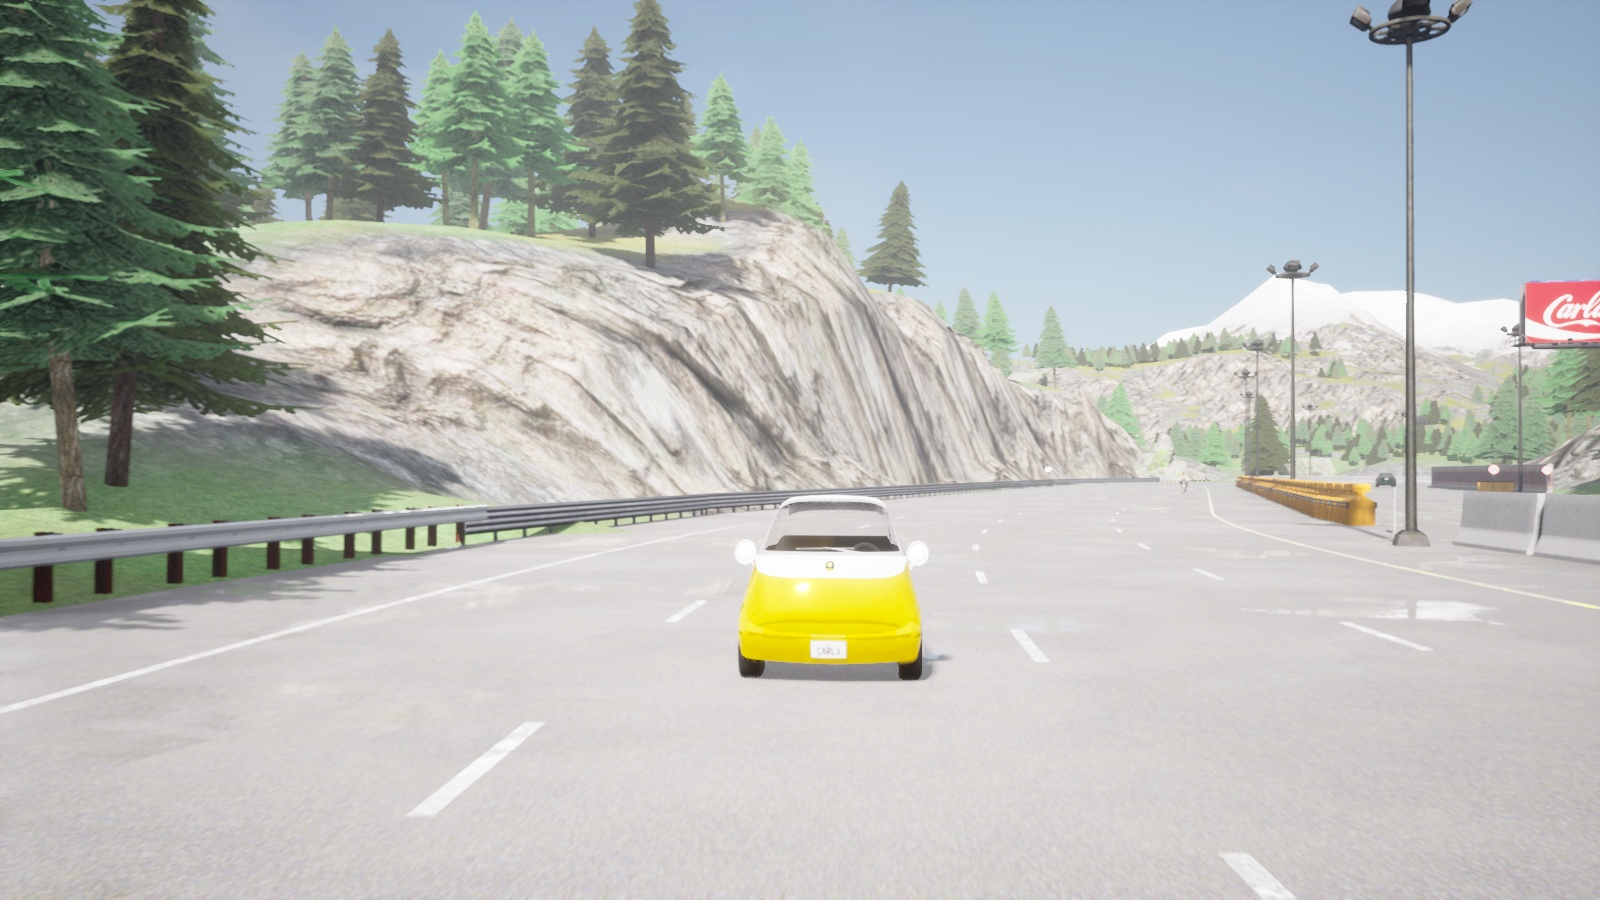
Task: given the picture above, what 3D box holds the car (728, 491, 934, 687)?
[{"bbox_3d":[0.288,1.039,10.180,1.481,1.376,2.207,0,-1,4],"label":"car"}]
